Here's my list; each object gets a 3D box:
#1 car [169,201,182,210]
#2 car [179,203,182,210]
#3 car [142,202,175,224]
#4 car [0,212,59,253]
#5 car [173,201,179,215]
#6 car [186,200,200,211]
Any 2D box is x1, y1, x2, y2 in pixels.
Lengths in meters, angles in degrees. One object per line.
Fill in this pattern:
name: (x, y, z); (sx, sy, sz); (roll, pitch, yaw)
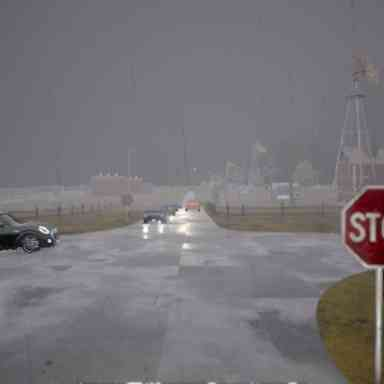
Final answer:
car: (-2.799, 2.308, 57.255); (1.994, 1.385, 4.181); (0, -1, 0)
car: (-2.842, 2.109, 47.277); (2.033, 1.411, 5.357); (0, -1, 0)
car: (-2.889, 1.829, 28.160); (2.033, 1.411, 5.357); (0, -1, 1)
car: (-8.016, 1.596, 13.803); (4.553, 1.767, 2.097); (-2, 0, -14)
car: (-2.845, 1.970, 37.455); (1.994, 1.385, 4.181); (0, -1, 0)
car: (0.094, 1.969, 50.463); (2.097, 1.767, 4.553); (0, -1, 0)
